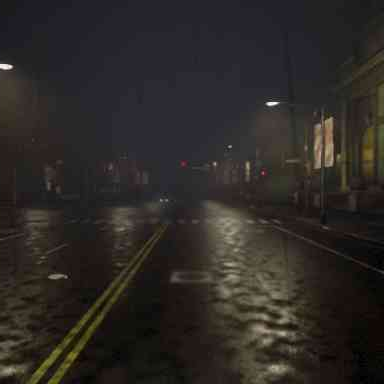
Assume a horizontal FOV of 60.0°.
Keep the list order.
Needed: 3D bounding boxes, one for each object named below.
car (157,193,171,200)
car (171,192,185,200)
[{"bbox_3d":[-7.059,1.282,84.989,1.895,1.301,4.718,0,0,0],"label":"car"},{"bbox_3d":[-3.605,0.906,86.621,2.150,2.045,5.566,0,0,0],"label":"car"}]
